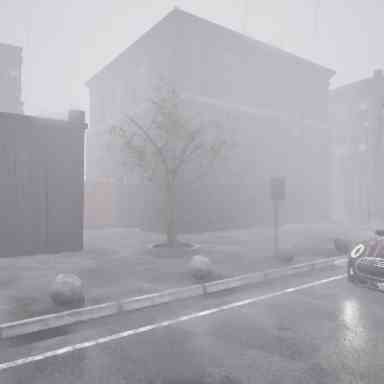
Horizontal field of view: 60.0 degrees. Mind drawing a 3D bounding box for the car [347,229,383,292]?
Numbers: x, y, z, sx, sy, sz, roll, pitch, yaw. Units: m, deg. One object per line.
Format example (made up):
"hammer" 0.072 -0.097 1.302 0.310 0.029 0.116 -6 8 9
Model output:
"car" 5.801 1.354 8.088 4.553 1.767 2.097 0 0 -35
